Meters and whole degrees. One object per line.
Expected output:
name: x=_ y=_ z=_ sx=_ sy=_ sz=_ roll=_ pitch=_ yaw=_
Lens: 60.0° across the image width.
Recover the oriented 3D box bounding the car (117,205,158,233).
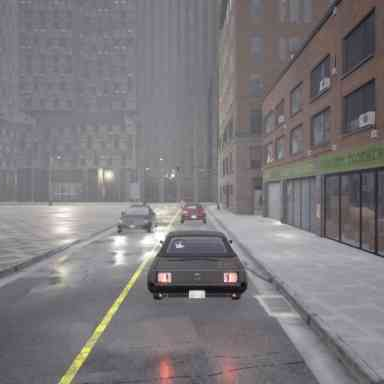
car: x=-3.103 y=1.525 z=19.610 sx=1.812 sy=1.442 sz=4.674 roll=0 pitch=0 yaw=0

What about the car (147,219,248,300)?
car: x=0.098 y=1.601 z=8.350 sx=1.895 sy=1.301 sz=4.718 roll=0 pitch=0 yaw=0

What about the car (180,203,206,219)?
car: x=0.098 y=1.525 z=24.992 sx=1.812 sy=1.442 sz=4.674 roll=0 pitch=0 yaw=0
